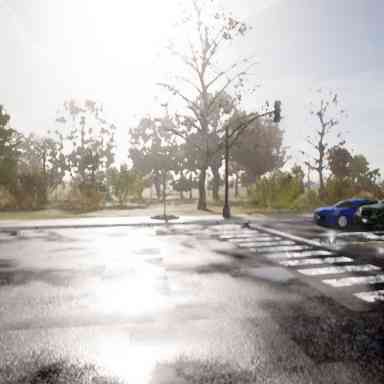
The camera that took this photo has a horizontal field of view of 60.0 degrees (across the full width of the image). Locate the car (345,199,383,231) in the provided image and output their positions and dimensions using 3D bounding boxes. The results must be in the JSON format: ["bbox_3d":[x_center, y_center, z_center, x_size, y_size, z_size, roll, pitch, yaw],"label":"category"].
[{"bbox_3d":[10.910,1.006,16.588,5.566,2.045,2.150,0,2,-15],"label":"car"}]

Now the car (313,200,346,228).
[{"bbox_3d":[9.565,1.169,19.611,5.008,1.535,1.882,0,2,-17],"label":"car"}]
